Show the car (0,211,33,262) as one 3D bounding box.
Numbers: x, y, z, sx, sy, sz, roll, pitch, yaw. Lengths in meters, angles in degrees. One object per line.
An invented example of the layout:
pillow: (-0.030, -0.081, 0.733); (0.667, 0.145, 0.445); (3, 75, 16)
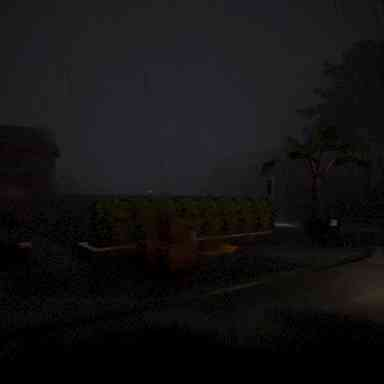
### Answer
car: (-6.477, 1.357, 10.778); (2.033, 1.415, 5.357); (0, 0, -33)

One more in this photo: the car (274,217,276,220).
car: (3.969, 1.575, 26.161); (2.033, 1.411, 5.357); (0, 0, -36)
